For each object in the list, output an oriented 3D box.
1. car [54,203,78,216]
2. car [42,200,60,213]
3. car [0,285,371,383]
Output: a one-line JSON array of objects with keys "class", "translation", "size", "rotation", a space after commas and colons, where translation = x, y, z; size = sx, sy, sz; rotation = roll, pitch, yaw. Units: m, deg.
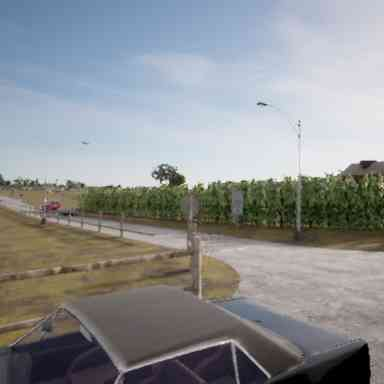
[{"class": "car", "translation": [-17.852, 2.751, 47.767], "size": [1.994, 1.385, 4.181], "rotation": [3, -2, -35]}, {"class": "car", "translation": [-23.556, 2.430, 55.964], "size": [2.150, 2.045, 5.566], "rotation": [3, -2, -35]}, {"class": "car", "translation": [-0.696, 1.611, 2.581], "size": [4.718, 1.301, 1.895], "rotation": [1, 0, -35]}]
